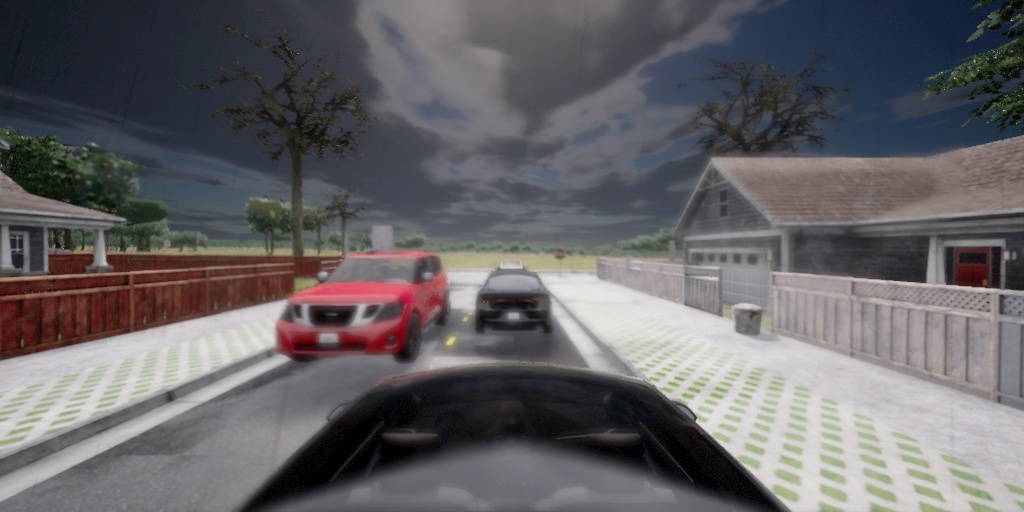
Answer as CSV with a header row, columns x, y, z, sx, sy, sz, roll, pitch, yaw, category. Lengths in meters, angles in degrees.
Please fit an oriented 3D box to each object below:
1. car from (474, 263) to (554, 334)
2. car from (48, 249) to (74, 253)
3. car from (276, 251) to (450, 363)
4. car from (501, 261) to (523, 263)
x,y,z,sx,sy,sz,roll,pitch,yaw,category
0.057,1.135,10.280,1.882,1.535,5.008,0,1,0,car
-43.745,0.111,33.671,4.553,1.767,2.097,1,1,-2,car
-2.854,0.900,8.343,2.150,2.045,5.566,0,1,0,car
0.006,1.041,20.686,2.128,1.511,4.902,0,1,0,car
